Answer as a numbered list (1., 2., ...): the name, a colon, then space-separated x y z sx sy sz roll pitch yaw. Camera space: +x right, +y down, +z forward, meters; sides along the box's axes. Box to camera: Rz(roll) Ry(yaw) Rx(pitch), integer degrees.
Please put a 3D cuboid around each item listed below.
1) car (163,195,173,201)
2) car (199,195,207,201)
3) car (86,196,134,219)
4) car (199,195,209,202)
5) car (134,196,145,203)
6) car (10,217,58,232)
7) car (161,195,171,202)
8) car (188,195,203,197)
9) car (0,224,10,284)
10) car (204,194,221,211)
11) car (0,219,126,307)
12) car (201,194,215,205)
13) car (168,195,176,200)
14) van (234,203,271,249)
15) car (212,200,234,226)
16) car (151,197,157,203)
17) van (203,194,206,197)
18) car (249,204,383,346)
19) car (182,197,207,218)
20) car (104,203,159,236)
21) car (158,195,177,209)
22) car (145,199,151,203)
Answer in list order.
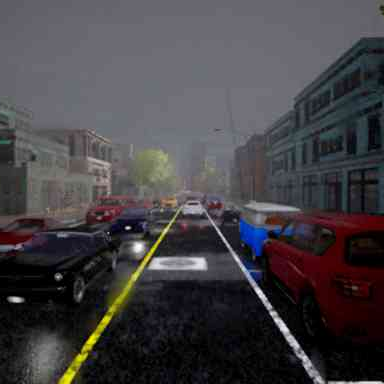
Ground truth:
1. car: -5.691 1.433 78.373 2.008 1.369 4.403 -1 0 0
2. car: 2.690 1.418 83.918 1.887 1.381 4.507 -1 0 0
3. car: -5.695 1.281 22.933 2.192 1.841 5.009 -1 0 0
4. car: 2.690 1.441 72.829 2.008 1.369 4.403 -1 0 0
5. car: -5.693 1.273 28.477 2.192 1.841 5.009 -1 0 0
6. car: -5.692 1.565 11.846 1.802 1.307 4.206 -1 0 0
7. car: -5.690 1.456 72.829 1.947 1.339 4.313 -1 0 0
8. car: 0.049 1.287 43.483 2.097 1.767 4.553 0 0 0
9. car: -5.693 1.535 6.301 1.887 1.381 4.507 -1 0 0
10. car: 2.688 1.382 39.565 1.967 1.590 4.097 -1 0 0
11. car: -3.097 1.589 8.064 1.895 1.301 4.718 0 0 0
12. car: 2.688 1.231 56.197 2.192 1.841 5.009 -1 0 0
13. car: -5.689 1.437 95.006 1.802 1.307 4.206 0 0 0
14. van: 2.687 1.324 11.845 1.690 1.788 3.998 -1 0 0
15. car: 2.689 1.517 22.933 2.008 1.369 4.403 -1 0 0
16. car: -5.691 1.486 39.565 1.887 1.381 4.507 -1 0 0
17. van: 2.688 1.274 45.109 1.690 1.788 3.998 -1 0 0
18. car: 2.686 1.306 6.301 2.192 1.841 5.009 -1 0 0
19. car: 0.100 1.482 29.588 1.812 1.442 4.674 0 0 0
20. car: -3.079 1.538 17.969 1.994 1.385 4.181 0 0 0
21. car: -3.001 1.415 44.693 1.882 1.535 5.008 0 0 0
22. car: -5.691 1.516 34.021 1.947 1.339 4.313 -1 0 0
